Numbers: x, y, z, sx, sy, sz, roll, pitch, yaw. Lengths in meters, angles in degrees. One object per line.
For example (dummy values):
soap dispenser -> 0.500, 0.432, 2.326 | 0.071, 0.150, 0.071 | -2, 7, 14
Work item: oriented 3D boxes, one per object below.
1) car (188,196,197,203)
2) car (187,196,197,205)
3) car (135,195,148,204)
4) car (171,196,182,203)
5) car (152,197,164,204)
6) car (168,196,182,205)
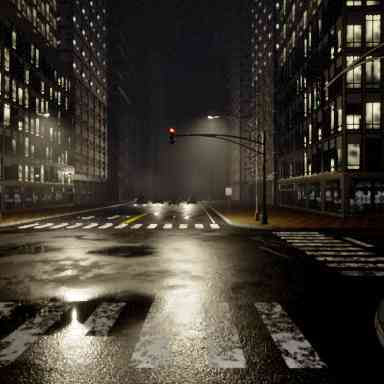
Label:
car -> 0.029, 1.583, 70.548 | 1.895, 1.301, 4.718 | 0, 0, 0
car -> 0.024, 1.648, 60.100 | 2.033, 1.411, 5.357 | 0, 0, 0
car -> -9.724, 1.468, 64.302 | 2.097, 1.767, 4.553 | 0, 0, 0
car -> -3.222, 1.522, 70.103 | 1.994, 1.385, 4.181 | 0, 0, 0
car -> -6.474, 1.680, 64.271 | 1.994, 1.385, 4.181 | 0, 0, 0
car -> -3.226, 1.647, 59.684 | 2.033, 1.411, 5.357 | 0, 0, 0
